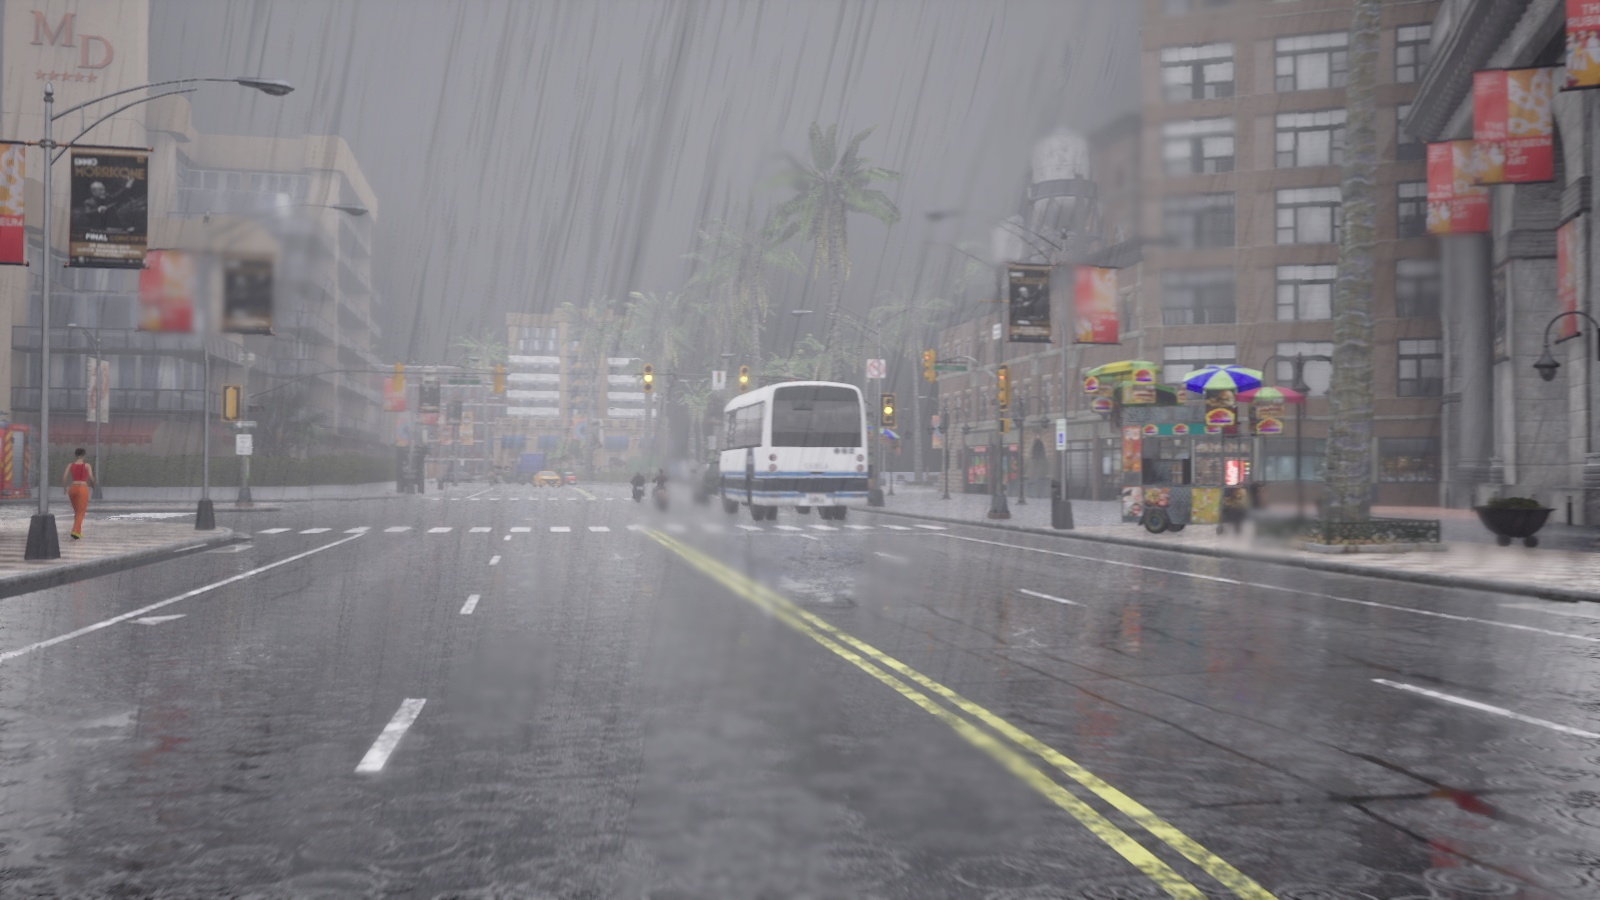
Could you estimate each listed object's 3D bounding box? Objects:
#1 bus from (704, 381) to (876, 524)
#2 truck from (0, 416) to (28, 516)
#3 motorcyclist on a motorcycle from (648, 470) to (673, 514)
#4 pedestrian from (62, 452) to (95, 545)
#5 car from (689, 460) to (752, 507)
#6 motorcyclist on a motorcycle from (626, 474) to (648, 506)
[{"bbox_3d":[-0.668,0.159,42.810,3.944,4.253,10.273,0,-1,-12],"label":"bus"},{"bbox_3d":[-35.178,0.640,48.693,8.468,3.827,2.891,0,-1,-12],"label":"truck"},{"bbox_3d":[-5.399,1.604,48.496,0.766,1.649,2.350,0,-1,-12],"label":"motorcyclist on a motorcycle"},{"bbox_3d":[-14.470,0.965,25.203,0.345,1.836,0.594,0,-1,-5],"label":"pedestrian"},{"bbox_3d":[-3.719,1.520,57.753,2.150,2.045,5.566,0,-1,-12],"label":"car"},{"bbox_3d":[-7.859,1.903,60.533,0.866,1.530,2.191,0,-1,-12],"label":"motorcyclist on a motorcycle"}]
